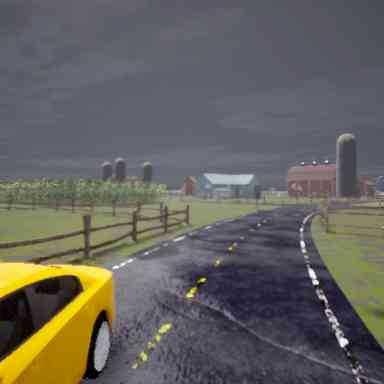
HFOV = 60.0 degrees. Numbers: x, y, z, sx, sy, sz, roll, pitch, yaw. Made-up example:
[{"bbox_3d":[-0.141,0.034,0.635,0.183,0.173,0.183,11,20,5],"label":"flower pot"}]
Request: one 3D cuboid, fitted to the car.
[{"bbox_3d":[-2.141,1.464,2.719,1.882,1.535,5.008,0,0,5],"label":"car"}]
